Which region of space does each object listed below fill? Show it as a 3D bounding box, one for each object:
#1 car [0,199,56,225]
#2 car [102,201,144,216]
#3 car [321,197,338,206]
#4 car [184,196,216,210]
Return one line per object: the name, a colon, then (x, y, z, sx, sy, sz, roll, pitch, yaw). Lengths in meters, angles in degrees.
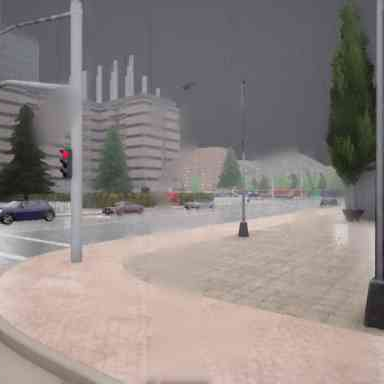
car: (-12.505, 1.352, 24.388, 2.097, 1.767, 4.553, 0, 0, 36)
car: (-6.662, 1.564, 32.439, 1.994, 1.385, 4.181, 0, 0, 36)
car: (22.243, 1.526, 54.001, 1.812, 1.442, 4.674, 0, 0, 36)
car: (0.972, 1.600, 42.916, 1.895, 1.301, 4.718, 0, 0, 36)
